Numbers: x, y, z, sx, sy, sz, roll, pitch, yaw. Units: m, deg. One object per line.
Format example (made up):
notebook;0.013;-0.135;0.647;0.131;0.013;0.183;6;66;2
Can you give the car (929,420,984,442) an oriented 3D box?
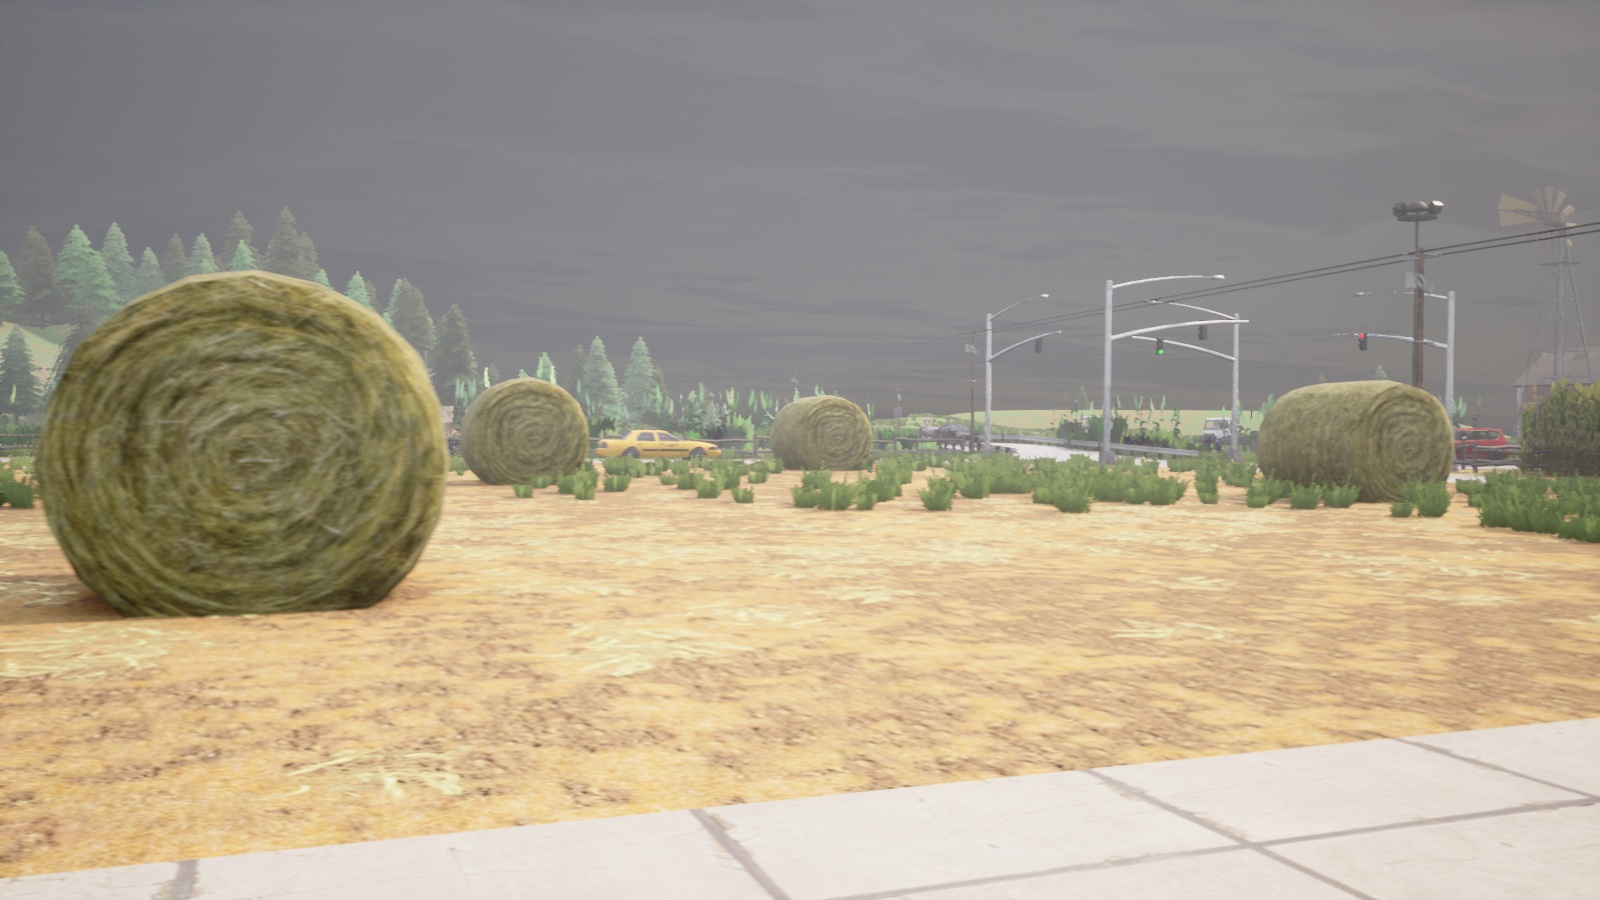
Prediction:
car;10.767;-1.314;86.867;2.033;1.411;5.357;-1;2;-13

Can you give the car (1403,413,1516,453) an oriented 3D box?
car;35.372;-0.935;67.342;5.566;2.045;2.150;-1;1;-20

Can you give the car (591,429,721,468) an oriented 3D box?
car;-6.240;-0.088;54.399;5.366;1.575;1.801;-1;1;-17
